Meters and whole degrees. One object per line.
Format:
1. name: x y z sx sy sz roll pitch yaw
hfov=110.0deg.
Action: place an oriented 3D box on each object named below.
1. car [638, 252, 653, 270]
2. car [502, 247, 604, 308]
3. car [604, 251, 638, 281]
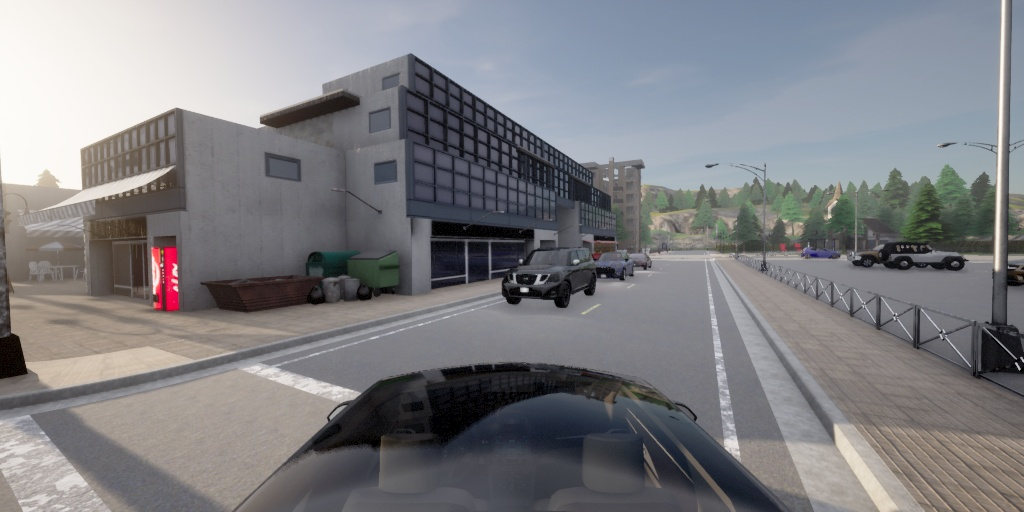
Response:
1. car: 11.163 0.406 31.702 1.812 1.442 4.674 0 2 28
2. car: 1.698 0.670 14.006 2.150 2.045 5.566 0 2 28
3. car: 6.335 0.521 22.681 2.097 1.767 4.553 0 2 28
